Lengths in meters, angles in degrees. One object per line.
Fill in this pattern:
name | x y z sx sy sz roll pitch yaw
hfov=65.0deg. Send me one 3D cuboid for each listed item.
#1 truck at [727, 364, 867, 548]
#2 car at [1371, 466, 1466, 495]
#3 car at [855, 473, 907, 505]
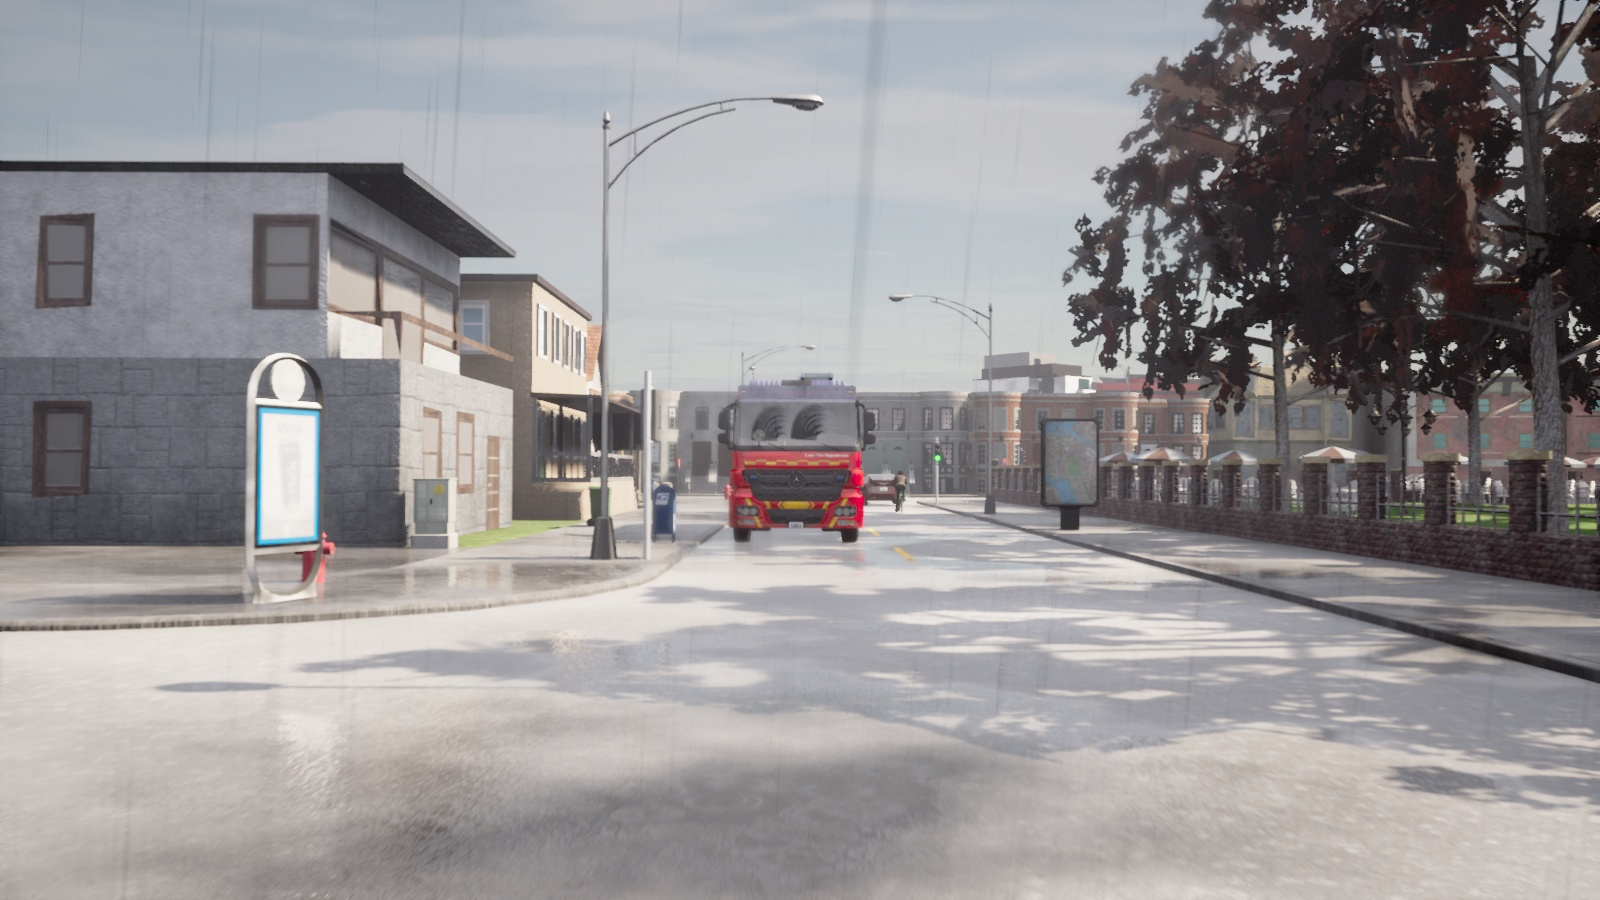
truck | -0.079 0.175 30.335 2.891 3.827 8.468 0 -1 0
car | 37.268 1.825 75.735 4.611 1.667 2.242 0 -1 0
car | 3.851 1.845 60.220 2.163 1.488 4.792 0 -1 0
